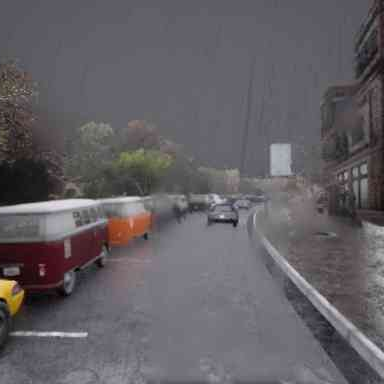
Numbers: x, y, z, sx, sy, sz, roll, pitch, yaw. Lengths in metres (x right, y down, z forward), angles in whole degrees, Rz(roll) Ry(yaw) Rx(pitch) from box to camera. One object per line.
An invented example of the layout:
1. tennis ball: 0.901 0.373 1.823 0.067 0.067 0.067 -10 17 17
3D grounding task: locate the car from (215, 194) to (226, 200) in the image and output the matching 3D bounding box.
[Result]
1. car: 2.374 1.276 41.390 2.435 2.045 5.566 -2 0 14

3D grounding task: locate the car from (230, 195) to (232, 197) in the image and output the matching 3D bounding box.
1. car: 4.027 1.593 46.699 2.002 1.452 4.674 -1 0 18

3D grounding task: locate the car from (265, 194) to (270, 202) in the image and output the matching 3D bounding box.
1. car: 16.085 1.643 77.655 2.231 1.521 4.892 -1 0 21

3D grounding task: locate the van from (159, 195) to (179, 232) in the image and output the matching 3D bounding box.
1. van: -2.258 1.216 19.626 1.878 1.987 4.442 -2 1 7

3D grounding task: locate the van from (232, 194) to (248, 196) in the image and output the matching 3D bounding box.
1. van: 7.786 1.365 57.308 1.878 1.987 4.442 -1 0 20

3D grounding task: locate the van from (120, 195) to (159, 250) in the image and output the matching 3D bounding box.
1. van: -2.920 1.213 14.074 1.878 1.987 4.442 -2 1 6

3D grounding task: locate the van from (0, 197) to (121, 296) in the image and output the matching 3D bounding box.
1. van: -3.391 1.220 8.499 1.878 1.987 4.442 -2 1 1

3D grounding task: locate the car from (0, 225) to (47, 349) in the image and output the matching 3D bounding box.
1. car: -3.628 1.457 2.987 1.946 1.575 5.366 -2 1 3

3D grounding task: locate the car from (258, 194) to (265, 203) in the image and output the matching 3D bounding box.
1. car: 13.967 1.661 72.566 2.163 1.488 4.792 -1 0 21

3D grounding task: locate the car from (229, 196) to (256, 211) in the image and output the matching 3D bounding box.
1. car: 6.352 1.564 41.198 2.033 1.411 5.357 -1 0 16

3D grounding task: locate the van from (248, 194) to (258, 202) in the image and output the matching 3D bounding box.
1. van: 11.466 1.391 66.554 1.878 1.987 4.442 -1 0 20

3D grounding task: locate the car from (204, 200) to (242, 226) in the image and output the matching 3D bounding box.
1. car: 2.201 1.516 22.914 1.994 1.385 4.181 0 0 9

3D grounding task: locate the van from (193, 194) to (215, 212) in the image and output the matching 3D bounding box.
1. van: 0.929 1.273 36.080 1.878 1.987 4.442 -2 0 13

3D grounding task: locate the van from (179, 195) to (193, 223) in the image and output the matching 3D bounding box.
1. van: -1.417 1.227 25.143 1.878 1.987 4.442 -2 1 8

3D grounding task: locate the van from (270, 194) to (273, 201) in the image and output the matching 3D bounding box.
1. van: 18.271 1.451 82.903 1.878 1.987 4.442 -1 -1 25
